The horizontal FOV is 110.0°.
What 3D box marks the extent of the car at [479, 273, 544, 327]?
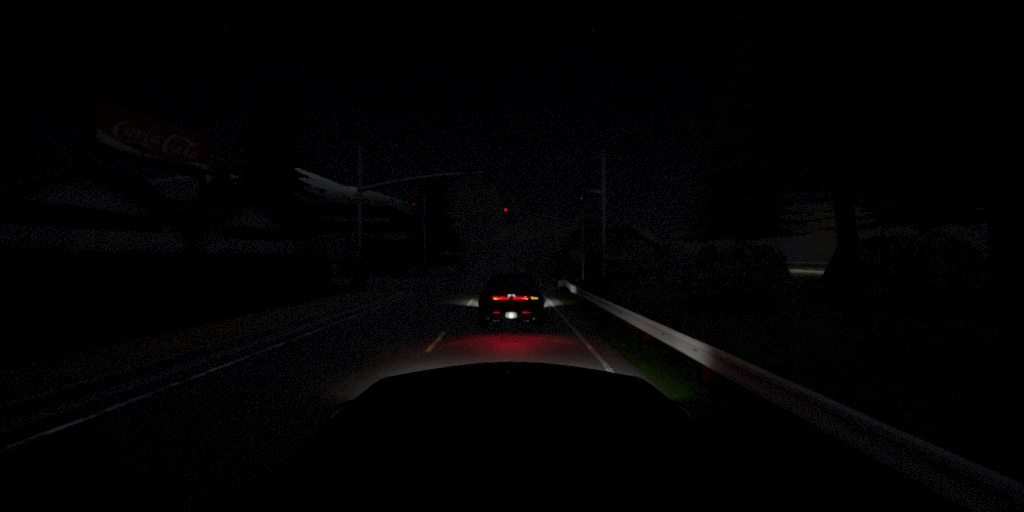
[{"bbox_3d":[-0.008,1.283,11.649,1.837,1.490,4.892,0,0,0],"label":"car"}]
